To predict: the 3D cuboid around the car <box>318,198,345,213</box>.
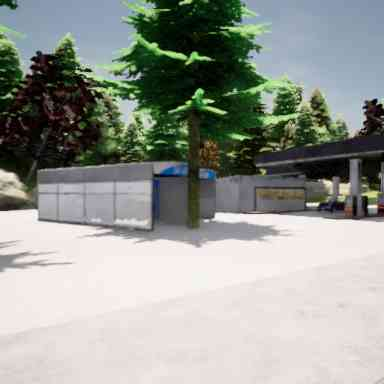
[{"bbox_3d":[14.586,1.364,34.380,3.633,1.501,1.845,0,0,-35],"label":"car"}]
